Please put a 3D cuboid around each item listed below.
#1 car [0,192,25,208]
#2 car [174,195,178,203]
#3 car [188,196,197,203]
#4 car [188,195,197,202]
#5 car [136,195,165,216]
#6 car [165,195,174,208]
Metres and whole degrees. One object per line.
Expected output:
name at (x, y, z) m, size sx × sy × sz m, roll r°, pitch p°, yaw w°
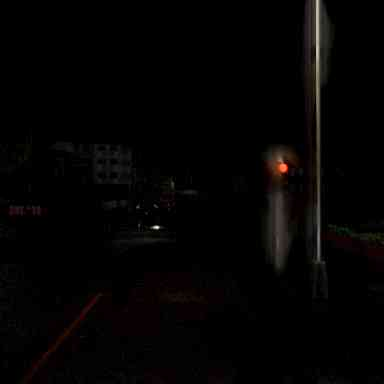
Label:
car at (-19.724, 0.942, 35.182) m, size 1.905 × 1.878 × 3.866 m, roll 0°, pitch 0°, yaw 35°
car at (-3.950, 1.409, 67.546) m, size 2.128 × 1.511 × 4.902 m, roll 0°, pitch 0°, yaw 0°
car at (0.064, 1.465, 66.389) m, size 2.033 × 1.411 × 5.357 m, roll 0°, pitch 0°, yaw 0°
car at (0.075, 1.488, 76.984) m, size 1.895 × 1.301 × 4.718 m, roll 0°, pitch 0°, yaw 0°
car at (-4.067, 1.313, 31.922) m, size 2.097 × 1.767 × 4.553 m, roll 0°, pitch 0°, yaw 0°
car at (-4.046, 1.295, 47.205) m, size 2.097 × 1.767 × 4.553 m, roll 0°, pitch 0°, yaw 0°
